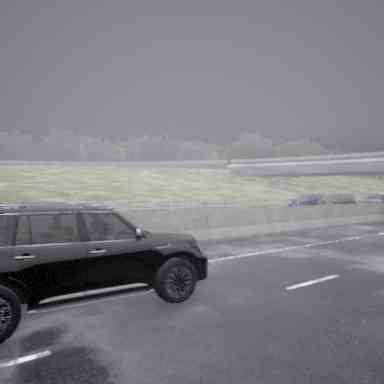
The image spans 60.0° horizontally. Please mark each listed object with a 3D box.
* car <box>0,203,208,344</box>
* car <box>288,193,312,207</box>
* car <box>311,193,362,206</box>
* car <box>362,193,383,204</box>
[{"bbox_3d":[-2.297,1.232,6.489,5.566,2.045,2.150,0,0,-36],"label":"car"},{"bbox_3d":[14.057,1.184,40.141,5.566,2.045,2.150,0,0,-36],"label":"car"},{"bbox_3d":[16.334,1.177,37.467,5.566,2.045,2.150,0,0,-36],"label":"car"},{"bbox_3d":[20.088,1.167,35.856,5.566,2.045,2.150,0,0,-36],"label":"car"}]
